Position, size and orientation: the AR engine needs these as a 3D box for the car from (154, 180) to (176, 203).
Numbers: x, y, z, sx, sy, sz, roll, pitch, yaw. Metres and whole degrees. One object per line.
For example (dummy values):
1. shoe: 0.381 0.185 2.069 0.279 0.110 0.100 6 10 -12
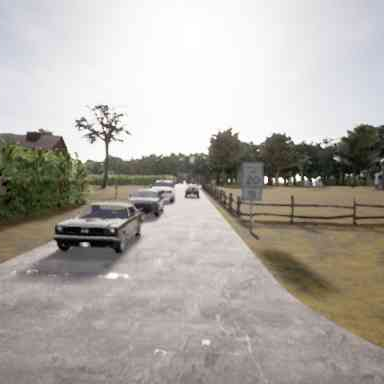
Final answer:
1. car: -2.792 -0.121 32.714 2.150 2.045 5.566 2 2 0

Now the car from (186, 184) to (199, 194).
1. car: 0.032 -0.521 53.494 1.882 1.535 5.008 2 2 0

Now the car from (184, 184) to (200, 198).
1. car: 0.032 -0.117 43.075 1.837 1.490 4.892 2 2 0

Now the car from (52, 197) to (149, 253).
1. car: -2.849 1.037 11.187 1.895 1.301 4.718 2 2 1

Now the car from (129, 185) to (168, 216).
1. car: -2.813 0.563 20.868 1.882 1.535 5.008 2 2 0
